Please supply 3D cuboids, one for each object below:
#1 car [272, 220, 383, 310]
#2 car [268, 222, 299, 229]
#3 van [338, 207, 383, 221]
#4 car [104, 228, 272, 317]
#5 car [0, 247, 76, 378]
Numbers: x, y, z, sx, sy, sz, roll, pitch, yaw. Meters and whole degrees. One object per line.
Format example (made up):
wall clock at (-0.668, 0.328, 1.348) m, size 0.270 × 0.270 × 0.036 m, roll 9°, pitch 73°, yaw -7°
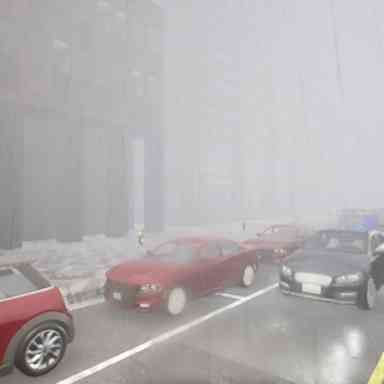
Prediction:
car at (3.910, 1.701, 8.533) m, size 2.128 × 1.511 × 4.902 m, roll -2°, pitch -2°, yaw 39°
car at (3.536, 1.861, 12.428) m, size 1.887 × 1.381 × 4.507 m, roll -1°, pitch -2°, yaw 39°
van at (10.616, 1.841, 21.114) m, size 1.690 × 1.788 × 3.998 m, roll -1°, pitch -2°, yaw 39°
car at (-0.005, 1.769, 8.087) m, size 1.887 × 1.381 × 4.507 m, roll -1°, pitch -2°, yaw 39°
car at (-3.545, 1.573, 3.750) m, size 1.967 × 1.590 × 4.097 m, roll -1°, pitch -2°, yaw 39°
